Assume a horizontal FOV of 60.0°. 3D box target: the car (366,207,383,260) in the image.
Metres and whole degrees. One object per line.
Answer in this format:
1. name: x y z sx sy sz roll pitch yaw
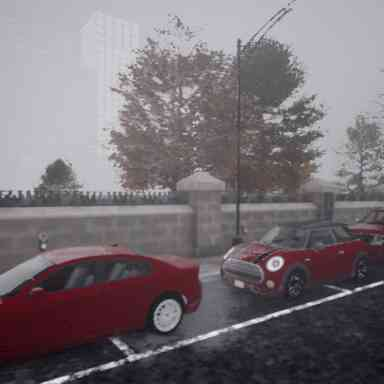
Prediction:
1. car: 7.252 1.448 11.732 5.009 1.841 2.192 1 0 -35

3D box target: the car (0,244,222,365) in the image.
1. car: -1.916 1.558 5.193 4.507 1.381 1.887 1 0 -35

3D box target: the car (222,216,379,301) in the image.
1. car: 2.668 1.513 8.461 4.097 1.590 1.967 1 0 -35
